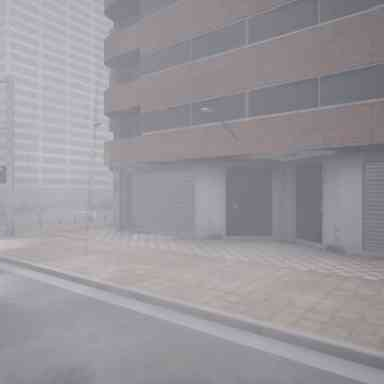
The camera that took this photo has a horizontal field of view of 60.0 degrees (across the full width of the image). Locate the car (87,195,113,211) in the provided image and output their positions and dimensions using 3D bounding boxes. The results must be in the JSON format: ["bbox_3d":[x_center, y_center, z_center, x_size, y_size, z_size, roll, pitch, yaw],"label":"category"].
[{"bbox_3d":[-10.499,1.505,40.939,1.837,1.490,4.892,0,0,37],"label":"car"}]

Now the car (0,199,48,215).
[{"bbox_3d":[-16.749,1.505,32.686,1.837,1.490,4.892,0,0,37],"label":"car"}]
